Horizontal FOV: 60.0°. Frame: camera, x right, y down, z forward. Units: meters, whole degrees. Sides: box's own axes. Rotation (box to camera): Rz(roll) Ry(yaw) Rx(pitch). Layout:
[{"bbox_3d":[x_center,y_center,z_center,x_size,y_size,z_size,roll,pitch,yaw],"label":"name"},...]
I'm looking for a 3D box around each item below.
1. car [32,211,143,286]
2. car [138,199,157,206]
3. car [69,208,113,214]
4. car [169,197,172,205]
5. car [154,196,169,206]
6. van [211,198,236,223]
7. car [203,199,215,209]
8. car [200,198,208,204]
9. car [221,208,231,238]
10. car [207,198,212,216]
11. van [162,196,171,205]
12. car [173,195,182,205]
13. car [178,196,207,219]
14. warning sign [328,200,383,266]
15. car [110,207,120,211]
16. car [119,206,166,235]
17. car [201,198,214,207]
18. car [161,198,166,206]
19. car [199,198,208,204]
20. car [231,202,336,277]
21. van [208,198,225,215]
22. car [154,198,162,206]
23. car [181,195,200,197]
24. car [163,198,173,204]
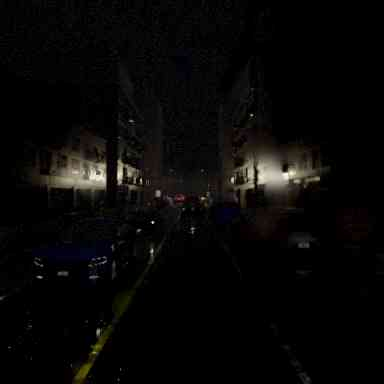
[{"bbox_3d":[-2.842,1.545,9.835,1.882,1.535,5.008,0,0,0],"label":"car"},{"bbox_3d":[-5.369,1.777,37.310,1.752,1.417,4.829,0,0,0],"label":"car"},{"bbox_3d":[-5.392,1.673,15.854,1.947,1.339,4.313,0,0,0],"label":"car"},{"bbox_3d":[-5.340,2.015,64.509,1.802,1.307,4.206,0,0,0],"label":"car"},{"bbox_3d":[-5.352,1.676,53.698,2.192,1.841,5.009,0,0,0],"label":"car"},{"bbox_3d":[2.711,1.522,26.662,1.690,1.788,3.998,0,0,0],"label":"van"},{"bbox_3d":[2.709,1.889,53.862,1.752,1.417,4.829,0,0,0],"label":"car"},{"bbox_3d":[2.706,2.034,75.486,1.752,1.417,4.829,0,0,0],"label":"car"},{"bbox_3d":[2.713,1.659,15.849,2.008,1.369,4.403,0,0,0],"label":"car"},{"bbox_3d":[2.711,1.533,32.069,2.192,1.841,5.009,0,0,0],"label":"car"},{"bbox_3d":[-5.334,1.811,69.917,1.690,1.788,3.998,0,0,0],"label":"van"},{"bbox_3d":[-2.693,1.688,69.413,2.150,2.045,5.566,0,0,0],"label":"car"},{"bbox_3d":[0.084,1.564,31.319,2.097,1.767,4.553,0,0,0],"label":"car"},{"bbox_3d":[4.952,1.185,9.987,1.300,1.860,1.060,0,0,0],"label":"warning sign"},{"bbox_3d":[-5.386,1.688,21.260,1.887,1.381,4.507,0,0,0],"label":"car"},{"bbox_3d":[-2.816,1.737,20.093,1.895,1.301,4.718,0,0,0],"label":"car"},{"bbox_3d":[2.708,1.838,59.098,1.967,1.590,4.097,0,0,0],"label":"car"},{"bbox_3d":[-5.357,1.891,48.291,1.947,1.339,4.313,0,0,0],"label":"car"},{"bbox_3d":[2.705,2.095,80.722,2.008,1.369,4.403,0,0,0],"label":"car"},{"bbox_3d":[2.713,1.387,10.444,2.192,1.841,5.009,0,0,0],"label":"car"},{"bbox_3d":[2.710,1.595,37.475,1.690,1.788,3.998,0,0,0],"label":"van"},{"bbox_3d":[-5.363,1.839,42.885,2.008,1.369,4.403,0,0,0],"label":"car"},{"bbox_3d":[0.073,1.520,44.056,2.150,2.045,5.566,0,0,1],"label":"car"},{"bbox_3d":[-5.328,2.057,75.321,2.008,1.369,4.403,0,0,0],"label":"car"}]
